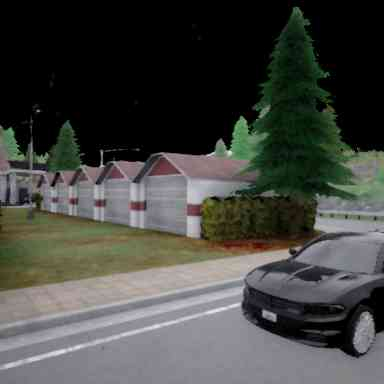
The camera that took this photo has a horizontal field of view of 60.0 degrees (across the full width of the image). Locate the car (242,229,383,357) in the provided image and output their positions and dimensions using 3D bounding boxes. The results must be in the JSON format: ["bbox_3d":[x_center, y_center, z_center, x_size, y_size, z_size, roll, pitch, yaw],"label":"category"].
[{"bbox_3d":[3.105,1.518,6.281,5.008,1.535,1.882,0,0,-37],"label":"car"}]

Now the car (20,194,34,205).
[{"bbox_3d":[-31.026,1.400,62.334,1.905,1.878,3.866,0,0,-37],"label":"car"}]
